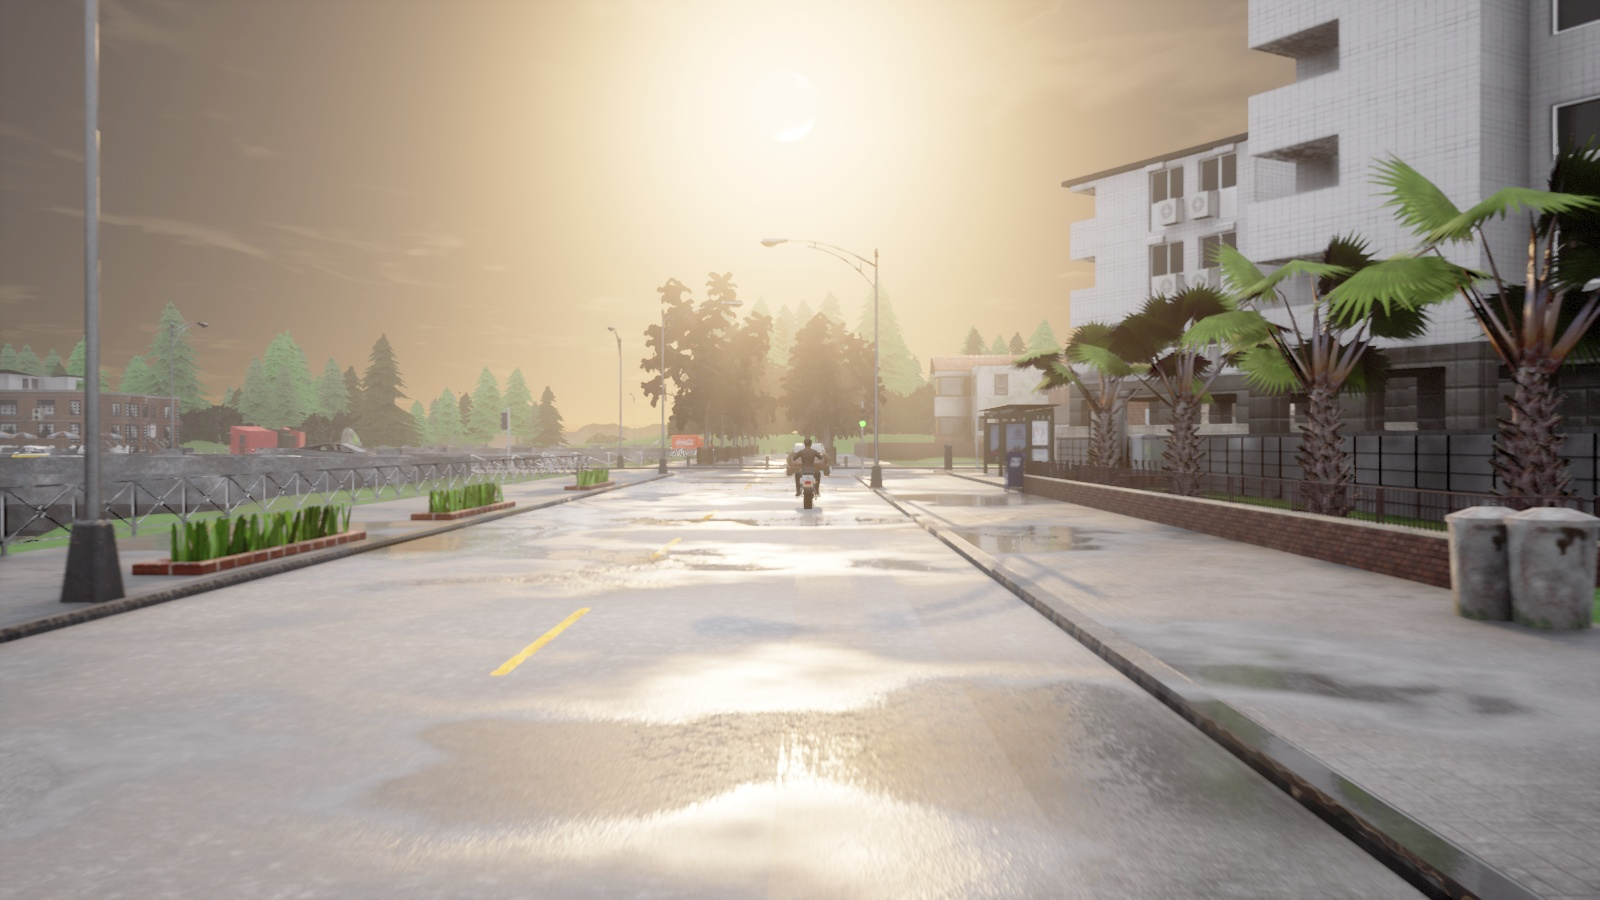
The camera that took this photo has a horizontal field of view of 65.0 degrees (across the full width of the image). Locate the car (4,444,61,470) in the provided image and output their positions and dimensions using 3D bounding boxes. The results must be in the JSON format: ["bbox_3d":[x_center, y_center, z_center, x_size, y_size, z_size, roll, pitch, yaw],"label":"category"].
[{"bbox_3d":[-42.381,0.376,69.364,2.207,1.376,1.481,0,0,0],"label":"car"}]

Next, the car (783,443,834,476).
[{"bbox_3d":[0.442,0.417,58.421,2.163,1.488,4.792,0,0,3],"label":"car"}]

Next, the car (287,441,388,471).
[{"bbox_3d":[-24.010,0.306,65.305,4.514,1.525,2.007,0,0,2],"label":"car"}]

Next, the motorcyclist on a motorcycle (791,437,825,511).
[{"bbox_3d":[0.183,0.533,29.180,0.766,1.649,2.350,0,0,0],"label":"motorcyclist on a motorcycle"}]
